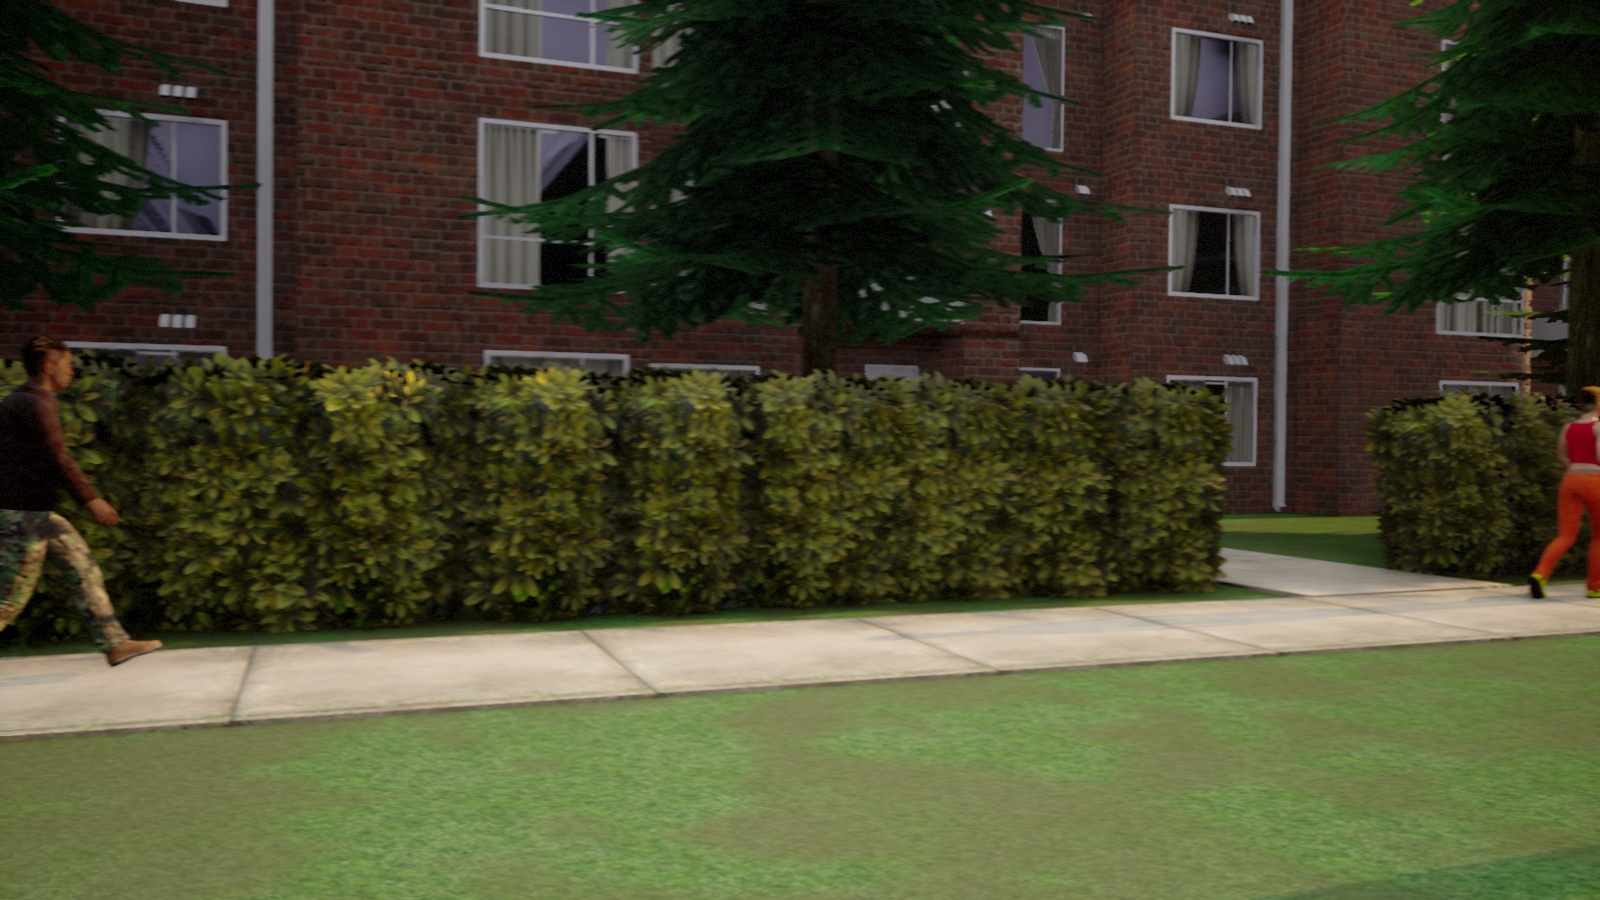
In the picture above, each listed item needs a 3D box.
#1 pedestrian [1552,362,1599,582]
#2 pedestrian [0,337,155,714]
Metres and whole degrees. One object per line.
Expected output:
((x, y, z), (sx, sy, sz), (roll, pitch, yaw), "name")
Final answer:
((6.799, 0.179, 10.724), (0.594, 1.836, 0.345), (-1, 1, -20), "pedestrian")
((-3.775, 0.362, 6.486), (0.703, 1.840, 0.431), (-1, 1, -36), "pedestrian")
